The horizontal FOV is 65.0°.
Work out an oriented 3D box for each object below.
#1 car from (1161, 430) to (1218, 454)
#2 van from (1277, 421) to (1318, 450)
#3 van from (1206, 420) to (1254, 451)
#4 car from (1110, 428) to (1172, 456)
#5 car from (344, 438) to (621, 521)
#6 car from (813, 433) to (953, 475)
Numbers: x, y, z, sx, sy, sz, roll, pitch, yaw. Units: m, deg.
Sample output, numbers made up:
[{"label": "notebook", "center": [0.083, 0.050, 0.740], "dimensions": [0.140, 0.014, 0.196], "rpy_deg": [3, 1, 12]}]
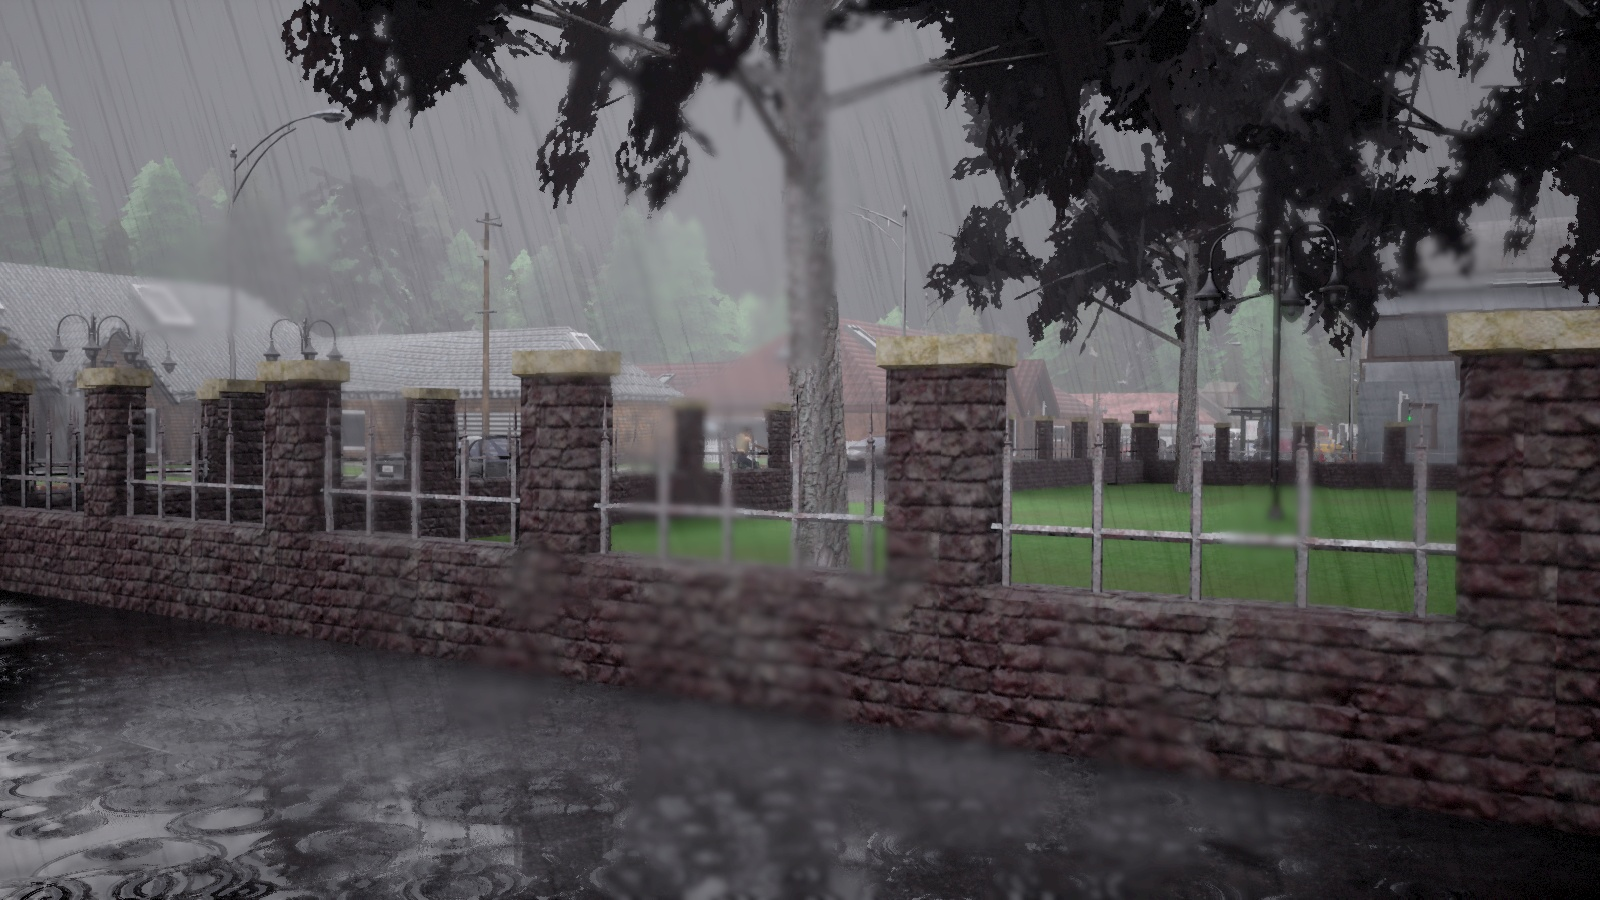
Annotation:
[{"label": "car", "center": [24.409, -0.515, 78.576], "dimensions": [2.033, 1.411, 5.357], "rpy_deg": [0, 1, 33]}, {"label": "van", "center": [34.197, -1.003, 86.217], "dimensions": [1.775, 1.987, 4.442], "rpy_deg": [0, 1, 33]}, {"label": "van", "center": [29.658, -0.996, 86.589], "dimensions": [2.069, 2.038, 4.480], "rpy_deg": [0, 1, 33]}, {"label": "car", "center": [19.229, -0.460, 70.638], "dimensions": [2.007, 1.525, 4.514], "rpy_deg": [0, 1, 34]}, {"label": "car", "center": [-6.040, 0.496, 24.689], "dimensions": [2.033, 1.411, 5.357], "rpy_deg": [0, 1, 32]}, {"label": "car", "center": [3.098, 0.125, 45.854], "dimensions": [5.357, 1.411, 2.033], "rpy_deg": [-1, 1, -45]}]
